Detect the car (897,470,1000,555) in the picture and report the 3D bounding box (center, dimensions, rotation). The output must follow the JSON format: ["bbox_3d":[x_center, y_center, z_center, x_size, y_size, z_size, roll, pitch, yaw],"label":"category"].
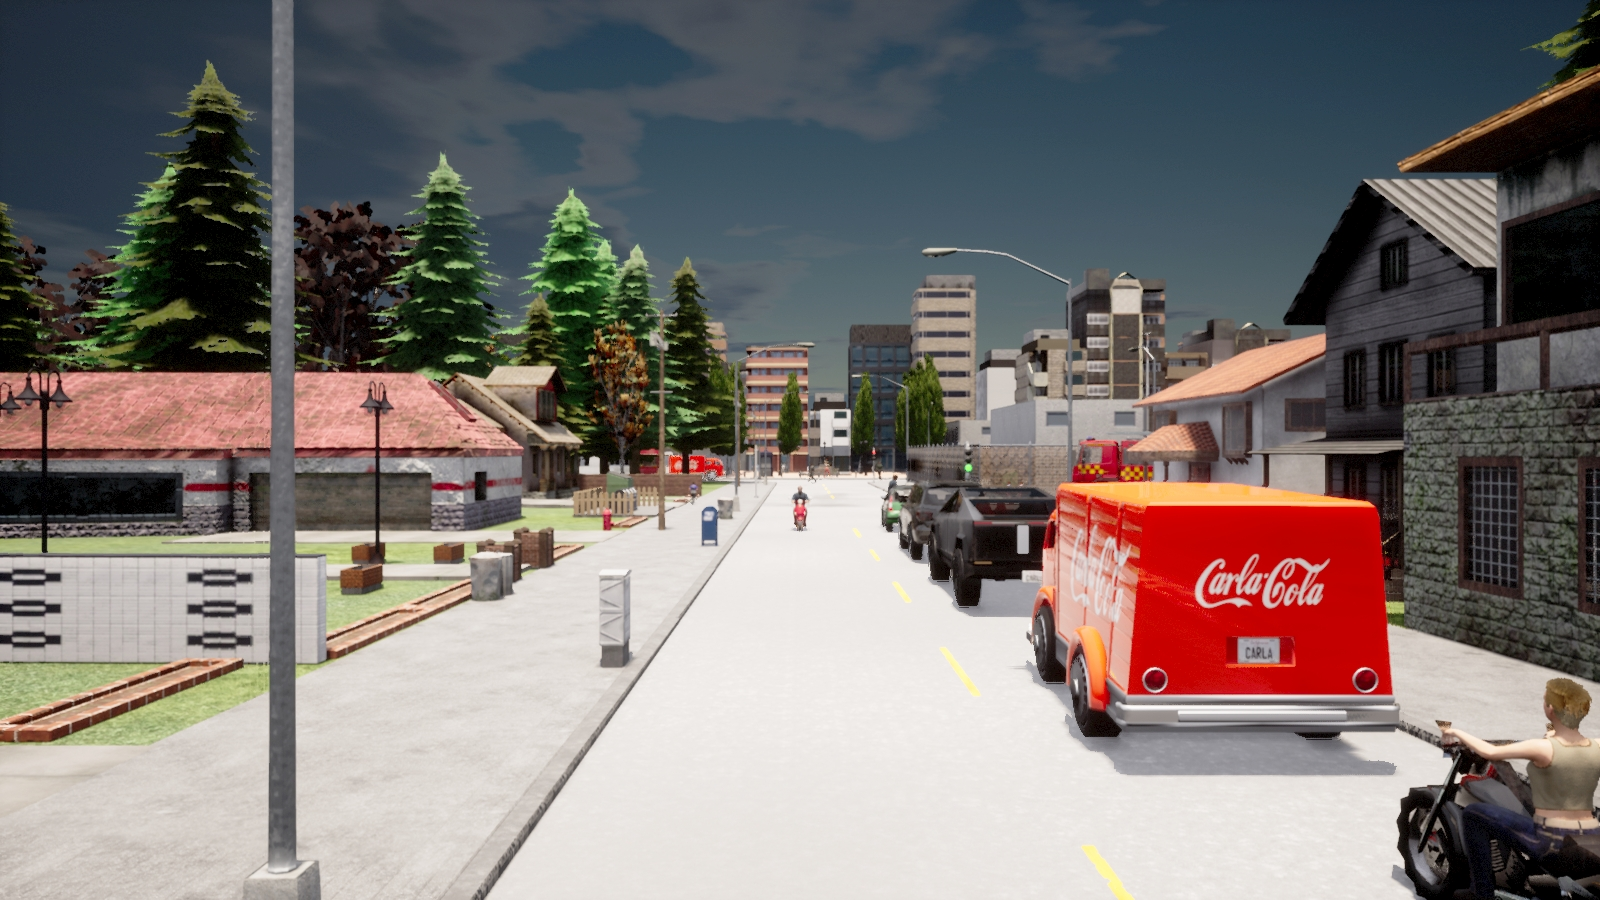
[{"bbox_3d":[3.973,1.621,31.479,2.150,2.045,5.566,0,0,0],"label":"car"}]

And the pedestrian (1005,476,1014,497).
[{"bbox_3d":[11.579,2.018,63.163,0.500,1.100,0.500,0,0,8],"label":"pedestrian"}]

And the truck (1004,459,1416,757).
[{"bbox_3d":[3.998,1.386,12.466,2.627,2.467,5.204,0,1,0],"label":"truck"}]

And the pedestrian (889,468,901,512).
[{"bbox_3d":[4.061,1.724,48.844,0.375,1.860,0.375,0,0,-33],"label":"pedestrian"}]

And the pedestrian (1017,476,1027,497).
[{"bbox_3d":[12.270,2.016,63.103,0.500,1.100,0.500,0,0,2],"label":"pedestrian"}]

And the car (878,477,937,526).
[{"bbox_3d":[3.908,1.862,41.913,1.851,1.617,3.988,0,0,1],"label":"car"}]

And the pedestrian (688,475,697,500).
[{"bbox_3d":[-5.496,1.916,58.689,0.375,1.300,0.375,0,0,10],"label":"pedestrian"}]

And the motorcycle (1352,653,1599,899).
[{"bbox_3d":[4.005,1.965,6.317,0.764,1.277,2.356,0,0,0],"label":"motorcycle"}]

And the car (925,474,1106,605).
[{"bbox_3d":[3.990,1.579,22.491,2.390,2.098,6.274,0,0,0],"label":"car"}]
